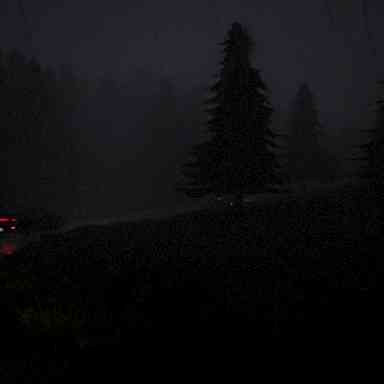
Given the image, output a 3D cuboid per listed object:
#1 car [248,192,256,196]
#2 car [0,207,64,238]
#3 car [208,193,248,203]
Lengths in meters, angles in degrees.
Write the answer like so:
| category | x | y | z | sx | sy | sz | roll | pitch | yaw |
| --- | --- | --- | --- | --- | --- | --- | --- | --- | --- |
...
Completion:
| category | x | y | z | sx | sy | sz | roll | pitch | yaw |
| --- | --- | --- | --- | --- | --- | --- | --- | --- | --- |
| car | 7.230 | -0.081 | 44.596 | 4.892 | 1.490 | 1.837 | -7 | 5 | -43 |
| car | -8.640 | 1.529 | 17.844 | 2.128 | 1.511 | 4.902 | 0 | 0 | 5 |
| car | 3.712 | 0.657 | 36.446 | 1.812 | 1.442 | 4.674 | 0 | 5 | 44 |
